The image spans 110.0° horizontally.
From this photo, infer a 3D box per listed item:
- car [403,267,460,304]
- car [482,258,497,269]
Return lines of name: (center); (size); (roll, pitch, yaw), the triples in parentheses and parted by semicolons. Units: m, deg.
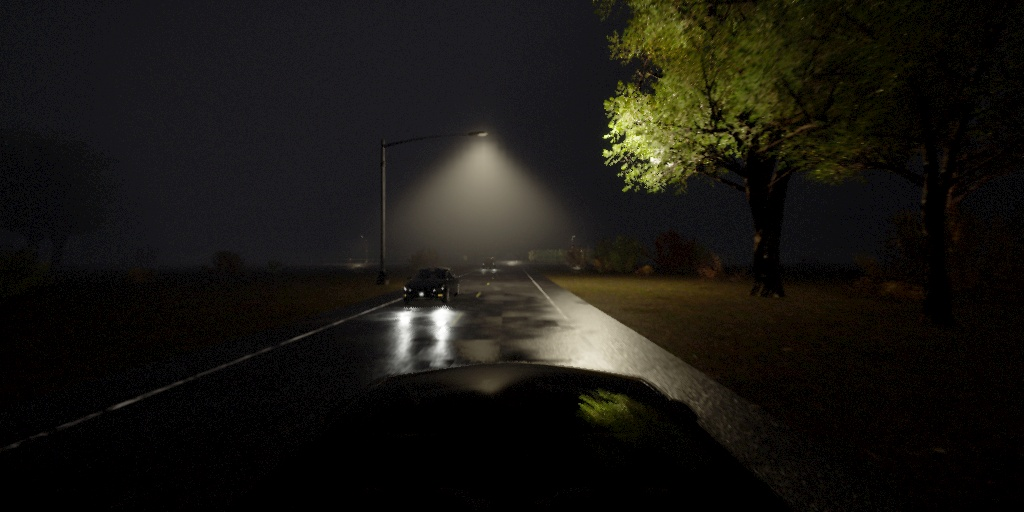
car: (-3.600, 1.280, 16.695); (1.837, 1.490, 4.892); (0, 0, 0)
car: (-3.562, 1.153, 56.785); (2.097, 1.767, 4.553); (0, 0, 0)
